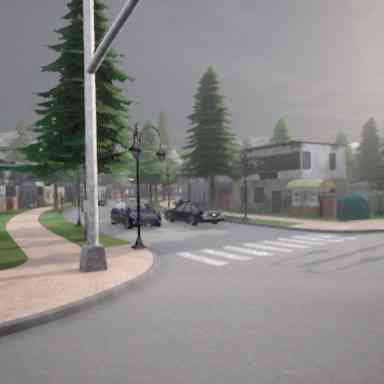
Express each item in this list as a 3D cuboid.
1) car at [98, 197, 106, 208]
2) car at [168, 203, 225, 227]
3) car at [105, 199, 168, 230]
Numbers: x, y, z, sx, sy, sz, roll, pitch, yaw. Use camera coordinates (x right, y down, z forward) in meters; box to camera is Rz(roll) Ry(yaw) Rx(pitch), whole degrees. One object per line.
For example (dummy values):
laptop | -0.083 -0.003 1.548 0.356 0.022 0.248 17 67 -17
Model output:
car | -12.763 1.376 45.846 2.033 1.411 5.357 -1 1 -8
car | 0.033 1.443 22.362 2.033 1.411 5.357 -1 1 -31
car | -3.660 1.321 21.242 2.097 1.767 4.553 -1 1 -30
